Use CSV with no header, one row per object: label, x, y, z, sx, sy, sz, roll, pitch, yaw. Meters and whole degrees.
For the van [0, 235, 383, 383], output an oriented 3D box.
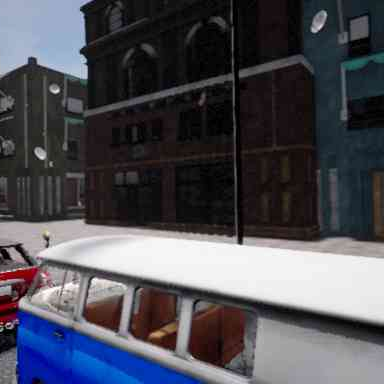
van,0.092,1.355,2.829,3.998,1.788,1.690,-1,-1,36
